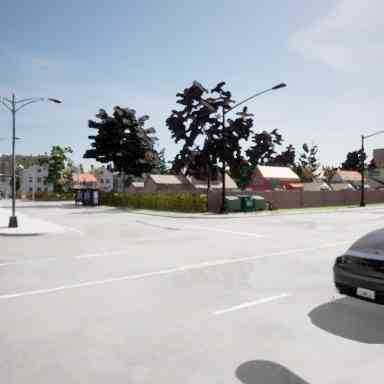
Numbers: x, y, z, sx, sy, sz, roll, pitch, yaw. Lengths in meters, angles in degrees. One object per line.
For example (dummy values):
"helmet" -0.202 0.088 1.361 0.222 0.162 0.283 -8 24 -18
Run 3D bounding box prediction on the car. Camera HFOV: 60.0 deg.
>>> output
"car" 5.047 1.521 7.281 4.892 1.490 1.837 -1 0 -35
